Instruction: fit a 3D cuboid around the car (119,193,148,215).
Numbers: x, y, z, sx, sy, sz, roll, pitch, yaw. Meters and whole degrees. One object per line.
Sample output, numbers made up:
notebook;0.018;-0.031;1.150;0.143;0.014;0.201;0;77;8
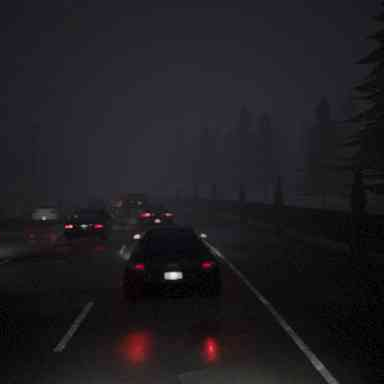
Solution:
car;-5.643;1.142;33.071;2.150;2.045;5.566;0;0;-18

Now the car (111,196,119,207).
car;-9.558;1.353;43.719;1.801;1.575;5.366;0;0;-22

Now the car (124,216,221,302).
car;-0.522;1.544;8.285;1.994;1.385;4.181;0;0;-5

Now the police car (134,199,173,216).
police car;-2.428;1.458;21.181;2.038;1.542;4.974;0;0;-12

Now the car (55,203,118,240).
car;-5.041;1.508;16.656;2.033;1.411;5.357;0;0;-10

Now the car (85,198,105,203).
car;-10.883;1.390;37.395;1.882;1.535;5.008;0;0;-20

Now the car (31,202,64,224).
car;-10.249;1.469;24.022;1.812;1.442;4.674;0;0;-14

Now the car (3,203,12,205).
car;-27.961;1.405;51.388;1.812;1.442;4.674;0;0;-22
